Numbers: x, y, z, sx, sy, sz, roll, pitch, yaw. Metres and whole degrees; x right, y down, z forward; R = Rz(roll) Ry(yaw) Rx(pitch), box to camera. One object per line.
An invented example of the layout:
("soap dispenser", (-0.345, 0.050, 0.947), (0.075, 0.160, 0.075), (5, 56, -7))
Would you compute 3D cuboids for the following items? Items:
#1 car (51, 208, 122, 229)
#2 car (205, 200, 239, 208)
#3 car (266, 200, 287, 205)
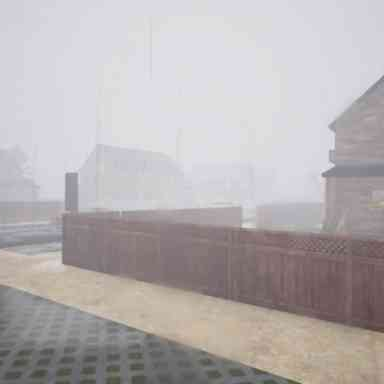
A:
("car", (-6.597, 1.701, 21.647), (1.895, 1.301, 4.718), (0, 0, 35))
("car", (3.255, 1.684, 35.519), (1.882, 1.535, 5.008), (0, 0, 35))
("car", (12.267, 1.454, 48.058), (2.128, 1.511, 4.902), (0, 0, 35))
